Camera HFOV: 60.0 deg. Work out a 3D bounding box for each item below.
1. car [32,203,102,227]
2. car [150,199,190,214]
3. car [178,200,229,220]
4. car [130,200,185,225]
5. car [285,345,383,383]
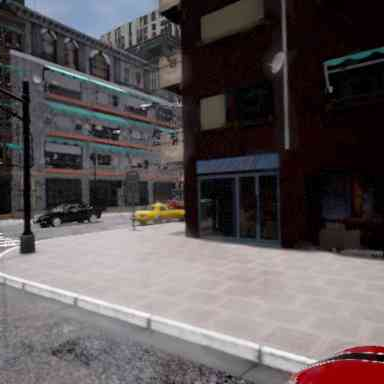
[{"bbox_3d":[-8.707,1.569,23.489,1.837,1.490,4.892,-2,0,38],"label":"car"},{"bbox_3d":[-2.356,1.551,36.500,1.887,1.381,4.507,-1,0,36],"label":"car"},{"bbox_3d":[1.038,1.387,26.974,2.008,1.369,4.403,-1,0,36],"label":"car"},{"bbox_3d":[-2.081,1.409,22.732,1.752,1.417,4.829,-1,0,36],"label":"car"},{"bbox_3d":[2.203,1.430,1.379,4.097,1.590,1.967,-1,-1,36],"label":"car"}]
